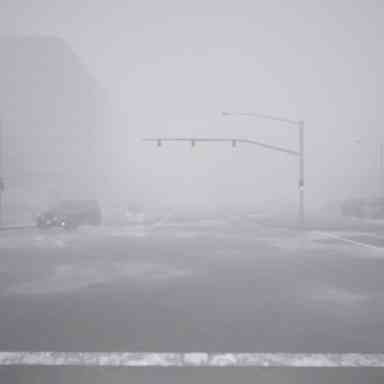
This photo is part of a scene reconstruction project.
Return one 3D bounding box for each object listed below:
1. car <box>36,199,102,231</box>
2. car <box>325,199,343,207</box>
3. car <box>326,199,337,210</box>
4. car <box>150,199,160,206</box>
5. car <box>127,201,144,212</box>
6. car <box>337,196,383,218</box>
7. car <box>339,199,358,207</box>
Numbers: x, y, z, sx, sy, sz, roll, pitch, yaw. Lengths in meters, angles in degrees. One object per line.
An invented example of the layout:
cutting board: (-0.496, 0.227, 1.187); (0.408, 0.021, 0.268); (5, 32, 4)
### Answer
car: (-8.300, 1.535, 23.185); (2.150, 2.045, 5.566); (1, 0, 12)
car: (27.911, 2.194, 65.582); (1.970, 1.475, 3.806); (0, -1, 0)
car: (22.188, 2.010, 50.464); (1.970, 1.475, 3.806); (0, -1, 0)
car: (-8.171, 2.328, 73.094); (2.033, 1.411, 5.357); (0, -1, 0)
car: (-8.003, 2.129, 47.525); (1.837, 1.490, 4.892); (0, 0, 0)
car: (16.640, 1.556, 33.039); (1.932, 1.855, 4.605); (0, -1, 0)
car: (30.806, 2.162, 65.591); (1.784, 1.438, 3.905); (0, -1, 0)
